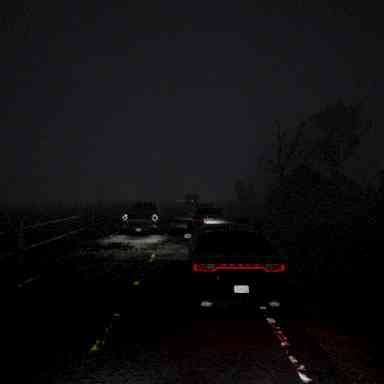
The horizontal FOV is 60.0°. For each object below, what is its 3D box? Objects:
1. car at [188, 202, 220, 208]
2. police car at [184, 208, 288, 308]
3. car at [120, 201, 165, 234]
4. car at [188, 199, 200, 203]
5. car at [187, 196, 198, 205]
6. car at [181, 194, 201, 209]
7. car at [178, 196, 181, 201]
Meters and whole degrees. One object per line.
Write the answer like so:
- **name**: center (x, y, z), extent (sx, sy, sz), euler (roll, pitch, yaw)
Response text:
- **car**: center (0.839, 1.509, 18.055), extent (1.837, 1.490, 4.892), euler (0, 0, 0)
- **police car**: center (0.832, 1.426, 8.165), extent (1.930, 1.638, 5.238), euler (0, 0, 0)
- **car**: center (-2.735, 1.355, 19.346), extent (2.097, 1.767, 4.553), euler (0, 0, 0)
- **car**: center (0.844, 1.511, 24.055), extent (1.837, 1.490, 4.892), euler (0, 0, 0)
- **car**: center (0.047, 1.534, 60.562), extent (1.882, 1.535, 5.008), euler (0, 0, 0)
- **car**: center (0.073, 1.251, 45.948), extent (2.150, 2.045, 5.566), euler (0, 0, 1)
- **car**: center (-2.679, 1.704, 92.413), extent (1.994, 1.385, 4.181), euler (0, 0, 0)
